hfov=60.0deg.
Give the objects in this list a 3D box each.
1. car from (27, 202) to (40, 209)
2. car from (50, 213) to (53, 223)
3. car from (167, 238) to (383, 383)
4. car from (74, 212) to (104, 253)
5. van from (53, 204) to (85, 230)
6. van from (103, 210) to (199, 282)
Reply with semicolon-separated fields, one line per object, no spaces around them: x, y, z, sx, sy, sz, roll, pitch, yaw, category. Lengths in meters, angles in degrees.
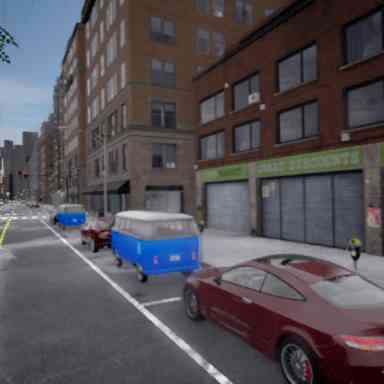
-37.030;3.072;78.355;1.967;1.590;4.097;-1;-1;-28;car
-11.796;2.161;30.196;1.947;1.339;4.313;-1;-1;-28;car
1.336;1.622;5.131;1.802;1.307;4.206;-1;-1;-28;car
-3.917;1.810;15.158;1.887;1.381;4.507;-1;-1;-28;car
-9.174;1.827;25.186;1.690;1.788;3.998;-1;-1;-28;van
-1.295;1.494;10.147;1.690;1.788;3.998;-1;-1;-28;van
